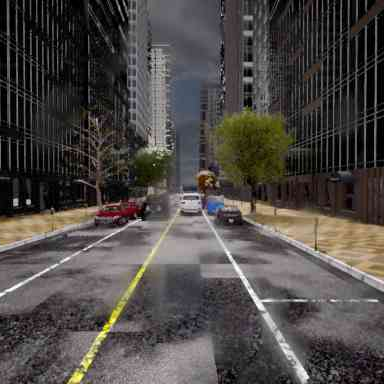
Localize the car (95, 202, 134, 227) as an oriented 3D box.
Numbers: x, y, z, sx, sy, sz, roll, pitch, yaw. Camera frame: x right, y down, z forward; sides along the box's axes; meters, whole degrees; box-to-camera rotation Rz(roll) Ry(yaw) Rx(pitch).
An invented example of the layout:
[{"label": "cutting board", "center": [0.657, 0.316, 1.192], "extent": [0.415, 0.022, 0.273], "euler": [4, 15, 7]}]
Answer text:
[{"label": "car", "center": [-5.438, 1.578, 22.977], "extent": [1.802, 1.307, 4.206], "euler": [-1, 0, 0]}]

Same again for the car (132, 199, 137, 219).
[{"label": "car", "center": [-5.469, 1.540, 28.626], "extent": [1.887, 1.381, 4.507], "euler": [-1, 0, 0]}]

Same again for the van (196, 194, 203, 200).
[{"label": "van", "center": [2.104, 1.343, 90.830], "extent": [1.690, 1.788, 3.998], "euler": [-1, 0, 0]}]

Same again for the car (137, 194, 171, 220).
[{"label": "car", "center": [-2.990, 1.217, 28.345], "extent": [2.150, 2.045, 5.566], "euler": [0, 0, 0]}]

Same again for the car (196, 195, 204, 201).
[{"label": "car", "center": [2.135, 1.545, 85.181], "extent": [1.887, 1.381, 4.507], "euler": [-1, 0, 0]}]

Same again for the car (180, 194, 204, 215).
[{"label": "car", "center": [-0.089, 1.217, 34.665], "extent": [2.150, 2.045, 5.566], "euler": [0, 0, 0]}]

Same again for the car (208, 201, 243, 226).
[{"label": "car", "center": [2.442, 1.547, 23.046], "extent": [2.008, 1.369, 4.403], "euler": [-1, 0, 0]}]

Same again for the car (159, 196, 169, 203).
[{"label": "car", "center": [-5.661, 1.580, 68.165], "extent": [1.802, 1.307, 4.206], "euler": [-1, 0, 0]}]

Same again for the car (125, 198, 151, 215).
[{"label": "car", "center": [-5.496, 1.435, 34.274], "extent": [1.967, 1.590, 4.097], "euler": [-1, 0, 0]}]

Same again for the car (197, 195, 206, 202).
[{"label": "car", "center": [2.161, 1.440, 79.533], "extent": [1.967, 1.590, 4.097], "euler": [-1, 0, 0]}]

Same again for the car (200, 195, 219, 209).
[{"label": "car", "center": [2.326, 1.311, 45.641], "extent": [2.192, 1.841, 5.009], "euler": [-1, 0, 0]}]

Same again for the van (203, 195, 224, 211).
[{"label": "van", "center": [2.383, 1.336, 34.343], "extent": [1.690, 1.788, 3.998], "euler": [-1, 0, 0]}]

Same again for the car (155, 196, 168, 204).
[{"label": "car", "center": [-5.633, 1.548, 62.516], "extent": [2.008, 1.369, 4.403], "euler": [-1, 0, 0]}]

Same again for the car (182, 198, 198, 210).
[{"label": "car", "center": [-0.201, 1.543, 45.287], "extent": [2.033, 1.411, 5.357], "euler": [0, 0, 0]}]

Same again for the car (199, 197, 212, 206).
[{"label": "car", "center": [2.274, 1.542, 56.938], "extent": [1.887, 1.381, 4.507], "euler": [-1, 0, 0]}]

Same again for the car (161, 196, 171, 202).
[{"label": "car", "center": [-5.689, 1.543, 73.813], "extent": [1.887, 1.381, 4.507], "euler": [-1, 0, 0]}]
